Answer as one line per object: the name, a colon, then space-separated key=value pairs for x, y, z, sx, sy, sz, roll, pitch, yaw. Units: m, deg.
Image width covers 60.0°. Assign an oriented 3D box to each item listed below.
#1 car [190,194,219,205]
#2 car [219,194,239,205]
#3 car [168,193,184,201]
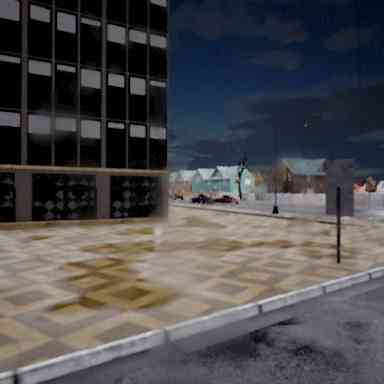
car: x=1.362 y=1.021 z=46.126 sx=1.837 sy=1.490 sz=4.892 roll=0 pitch=0 yaw=-28
car: x=4.662 y=1.065 z=46.832 sx=1.812 sy=1.442 sz=4.674 roll=0 pitch=0 yaw=-28
car: x=-3.354 y=0.848 z=62.223 sx=2.033 sy=1.411 sz=5.357 roll=0 pitch=0 yaw=-28
